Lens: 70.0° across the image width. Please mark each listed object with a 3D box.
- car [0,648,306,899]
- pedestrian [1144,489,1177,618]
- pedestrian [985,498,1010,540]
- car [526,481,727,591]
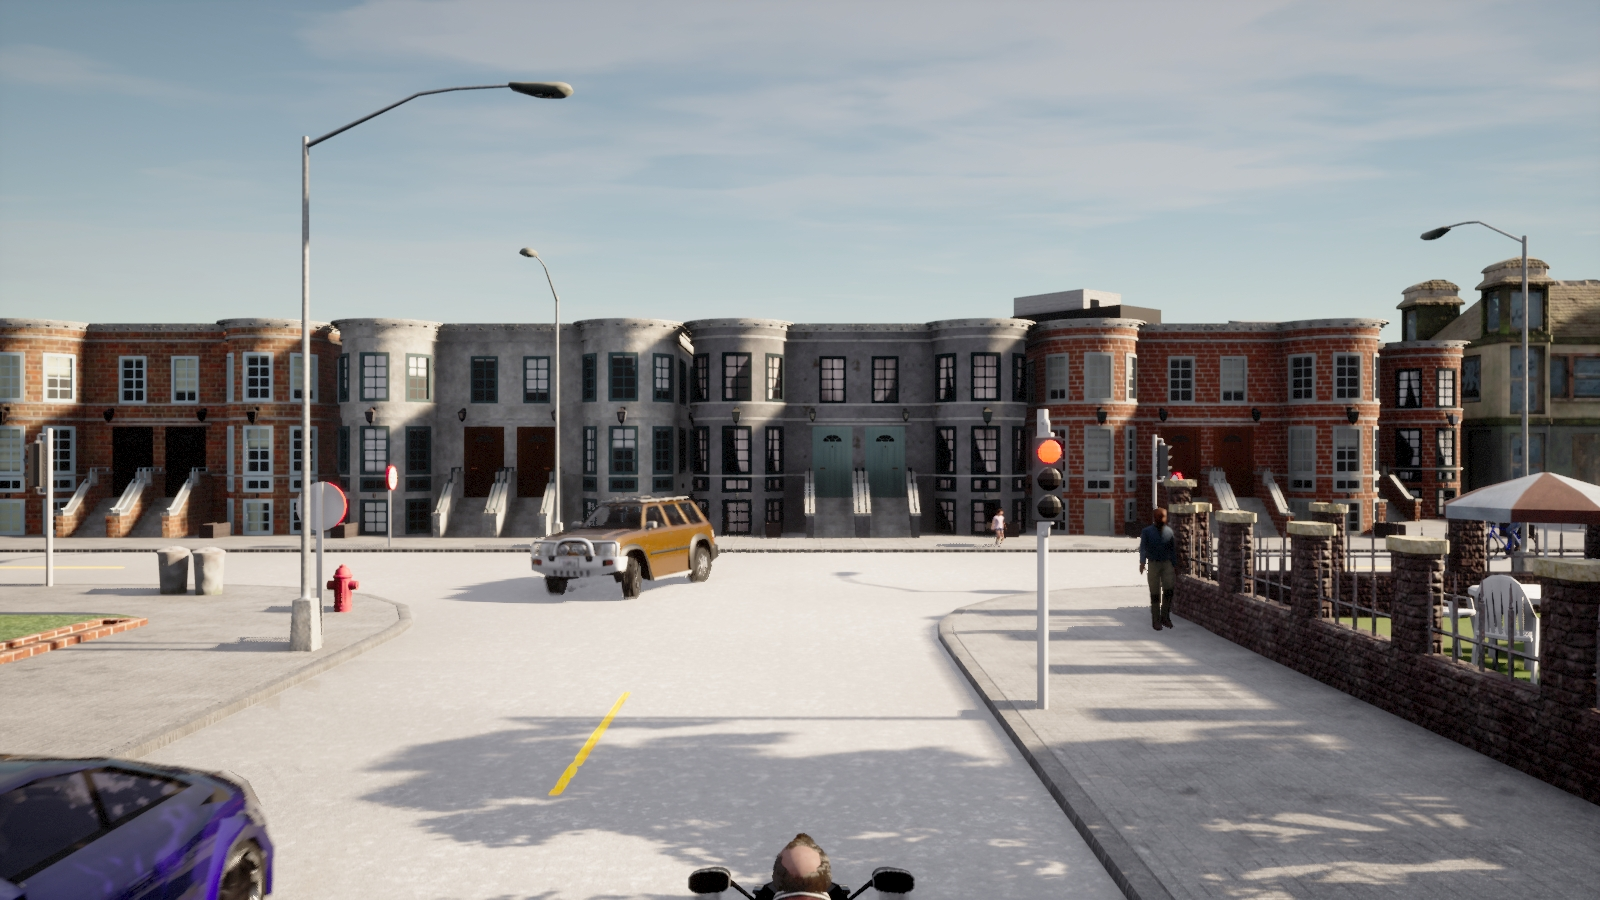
[{"bbox_3d":[-4.002,1.896,4.863,1.994,1.385,4.181,0,0,0],"label":"car"},{"bbox_3d":[5.303,1.509,16.819,0.375,1.860,0.375,0,0,2],"label":"pedestrian"},{"bbox_3d":[5.436,1.892,31.470,0.500,1.100,0.500,0,0,-22],"label":"pedestrian"},{"bbox_3d":[-3.336,1.634,22.990,1.932,1.855,4.605,-2,-1,21],"label":"car"}]
